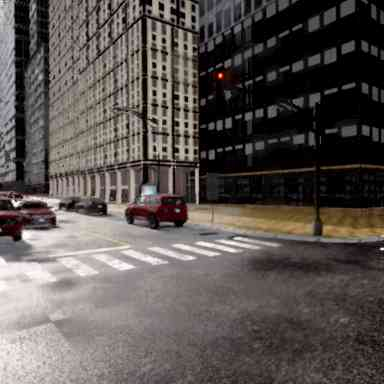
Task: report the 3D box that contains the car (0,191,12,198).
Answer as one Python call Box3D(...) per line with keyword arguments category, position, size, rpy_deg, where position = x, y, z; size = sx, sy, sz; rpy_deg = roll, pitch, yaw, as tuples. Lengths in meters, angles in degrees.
Box3D(category="car", position=(-41.329, 0.550, 73.609), size=(1.887, 1.381, 4.507), rpy_deg=(1, 0, -36))

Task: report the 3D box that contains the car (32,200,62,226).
Box3D(category="car", position=(-9.627, 1.264, 20.169), size=(1.812, 1.442, 4.674), rpy_deg=(0, 1, -36))

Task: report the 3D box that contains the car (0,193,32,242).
Box3D(category="car", position=(-8.917, 1.121, 14.787), size=(2.192, 1.841, 5.009), rpy_deg=(1, 0, -36))

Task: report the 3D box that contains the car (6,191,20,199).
Box3D(category="car", position=(-34.802, 0.573, 64.634), size=(1.967, 1.590, 4.097), rpy_deg=(1, 0, -36))

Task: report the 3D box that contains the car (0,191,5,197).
Box3D(category="car", position=(-47.854, 0.428, 82.582), size=(2.008, 1.369, 4.403), rpy_deg=(1, 0, -36))

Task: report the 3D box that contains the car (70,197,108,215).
Box3D(category="car", position=(-8.704, 1.198, 28.738), size=(1.947, 1.339, 4.313), rpy_deg=(1, 0, -36))

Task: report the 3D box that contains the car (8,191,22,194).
Box3D(category="car", position=(-31.541, 0.741, 60.148), size=(1.887, 1.381, 4.507), rpy_deg=(1, 0, -36))

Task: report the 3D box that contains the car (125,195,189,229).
Box3D(category="car", position=(-2.175, 1.068, 19.763), size=(2.192, 1.841, 5.009), rpy_deg=(1, 0, -36))

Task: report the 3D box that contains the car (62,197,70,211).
Box3D(category="car", position=(-11.967, 1.137, 33.225), size=(1.947, 1.339, 4.313), rpy_deg=(1, 0, -36))
